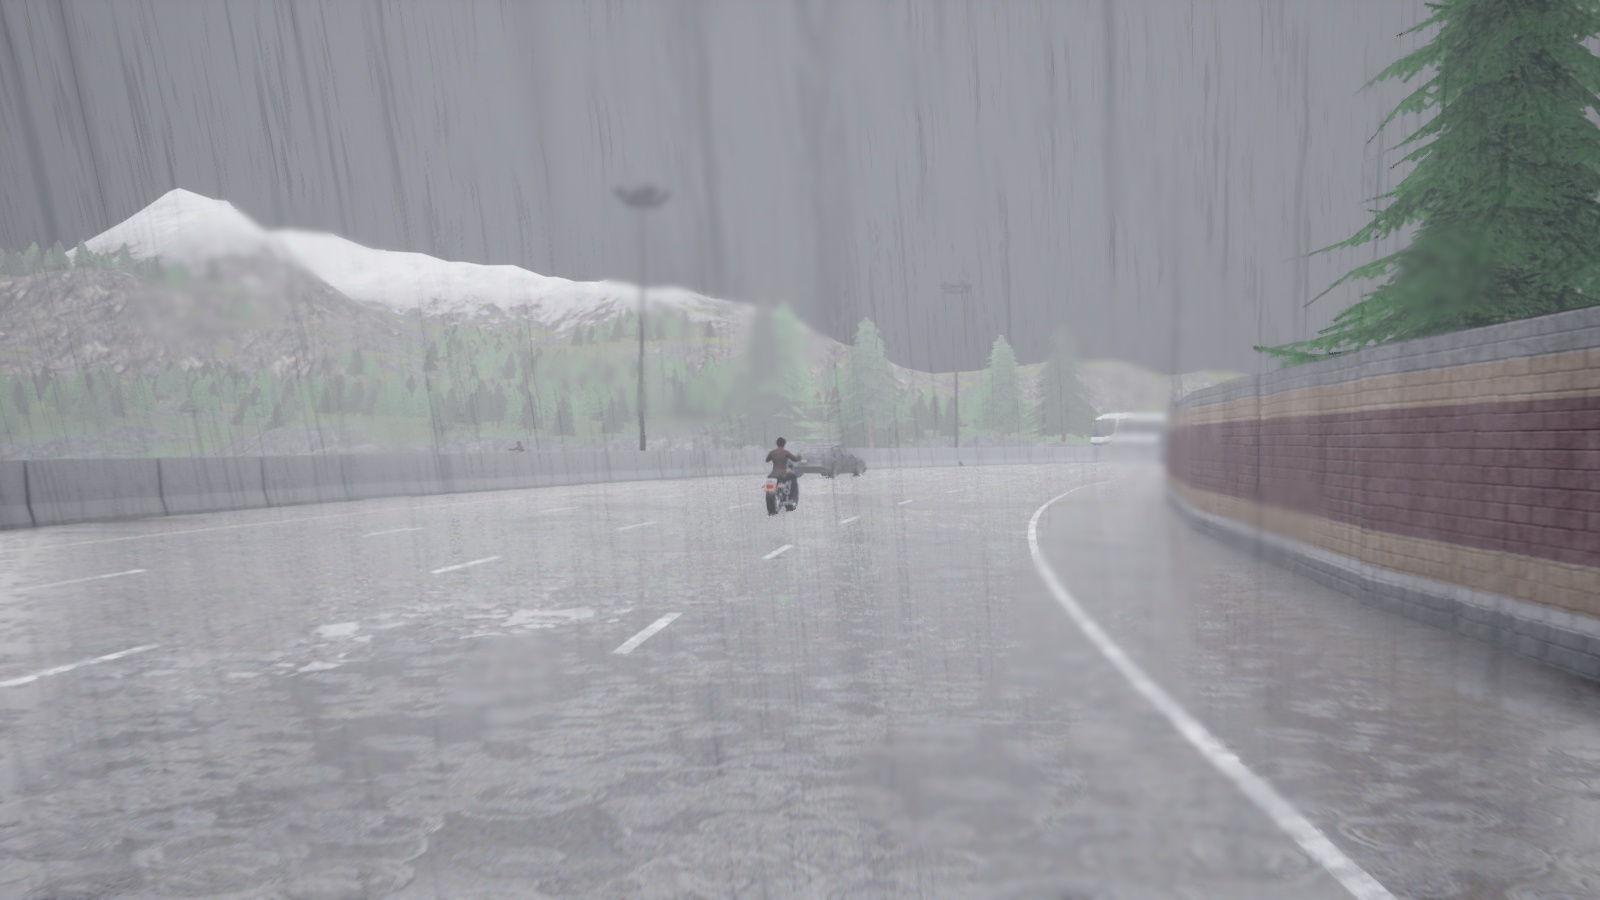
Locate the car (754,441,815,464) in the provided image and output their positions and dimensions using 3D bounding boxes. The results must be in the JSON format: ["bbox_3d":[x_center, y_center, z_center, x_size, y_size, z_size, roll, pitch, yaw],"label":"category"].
[{"bbox_3d":[-1.119,0.155,92.225,2.033,1.649,4.856,0,0,36],"label":"car"}]

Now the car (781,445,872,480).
[{"bbox_3d":[1.216,0.490,54.078,2.033,1.411,5.357,0,0,24],"label":"car"}]

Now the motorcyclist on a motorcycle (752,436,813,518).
[{"bbox_3d":[-0.343,0.546,26.719,0.766,1.649,2.350,1,0,13],"label":"motorcyclist on a motorcycle"}]
